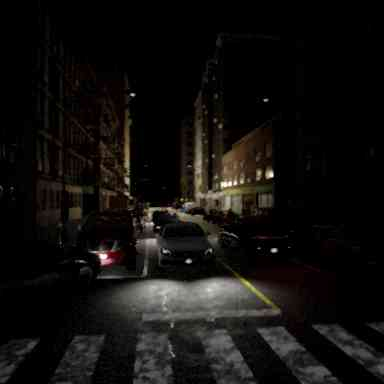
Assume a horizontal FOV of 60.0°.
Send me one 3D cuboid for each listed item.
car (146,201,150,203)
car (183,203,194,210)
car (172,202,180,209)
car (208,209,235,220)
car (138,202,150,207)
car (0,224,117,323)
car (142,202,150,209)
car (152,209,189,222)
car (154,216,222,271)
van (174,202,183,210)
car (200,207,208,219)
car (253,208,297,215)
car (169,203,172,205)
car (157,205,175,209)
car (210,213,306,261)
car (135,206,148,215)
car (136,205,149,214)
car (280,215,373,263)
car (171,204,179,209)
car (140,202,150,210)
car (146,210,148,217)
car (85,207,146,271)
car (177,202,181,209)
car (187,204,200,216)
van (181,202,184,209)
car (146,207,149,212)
[{"bbox_3d":[-9.155,2.874,62.799,2.192,1.841,5.009,0,-1,-7],"label":"car"},{"bbox_3d":[0.204,2.756,52.503,1.967,1.590,4.097,0,-1,-7],"label":"car"},{"bbox_3d":[-2.566,3.186,75.044,2.192,1.841,5.009,0,-1,-7],"label":"car"},{"bbox_3d":[2.975,2.302,29.961,1.887,1.381,4.507,0,-1,-7],"label":"car"},{"bbox_3d":[-7.074,2.581,45.894,1.967,1.590,4.097,0,-1,-7],"label":"car"},{"bbox_3d":[-3.859,1.646,7.004,2.033,1.411,5.357,6,0,13],"label":"car"},{"bbox_3d":[-12.623,3.565,90.970,2.192,1.841,5.009,0,-1,-7],"label":"car"},{"bbox_3d":[-1.668,2.116,22.702,2.033,1.411,5.357,0,-1,-7],"label":"car"},{"bbox_3d":[-0.370,1.832,12.189,1.812,1.442,4.674,0,-1,-7],"label":"car"},{"bbox_3d":[-3.259,3.350,80.679,1.690,1.788,3.998,0,-1,-7],"label":"van"},{"bbox_3d":[2.282,2.479,35.594,1.802,1.307,4.206,0,-1,-7],"label":"car"},{"bbox_3d":[4.361,1.791,18.697,2.192,1.841,5.009,0,-1,-7],"label":"car"},{"bbox_3d":[-3.952,3.462,86.314,2.192,1.841,5.009,0,-1,-7],"label":"car"},{"bbox_3d":[-3.258,2.459,35.840,1.994,1.385,4.181,0,-1,-7],"label":"car"},{"bbox_3d":[2.454,1.845,13.859,2.128,1.511,4.902,0,-1,-9],"label":"car"},{"bbox_3d":[-7.768,2.862,51.524,1.802,1.307,4.206,0,-1,-7],"label":"car"},{"bbox_3d":[-8.462,2.985,57.159,1.947,1.339,4.313,0,-1,-7],"label":"car"},{"bbox_3d":[5.033,1.865,13.225,1.752,1.417,4.829,0,-1,-7],"label":"car"},{"bbox_3d":[-4.645,3.867,91.942,1.802,1.307,4.206,0,-1,-7],"label":"car"},{"bbox_3d":[-11.236,3.289,79.702,2.192,1.841,5.009,0,-1,-7],"label":"car"},{"bbox_3d":[-4.300,2.148,23.354,1.947,1.339,4.313,0,-1,-7],"label":"car"},{"bbox_3d":[-2.912,1.616,12.092,2.192,1.841,5.009,0,-1,-7],"label":"car"},{"bbox_3d":[-1.181,3.145,63.769,2.008,1.369,4.403,0,-1,-7],"label":"car"},{"bbox_3d":[0.897,2.721,46.865,1.887,1.381,4.507,0,-1,-7],"label":"car"},{"bbox_3d":[-0.488,2.796,58.140,1.690,1.788,3.998,0,-1,-7],"label":"van"},{"bbox_3d":[-4.994,2.266,28.989,1.887,1.381,4.507,0,-1,-7],"label":"car"}]
